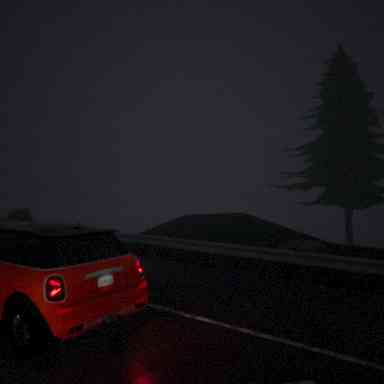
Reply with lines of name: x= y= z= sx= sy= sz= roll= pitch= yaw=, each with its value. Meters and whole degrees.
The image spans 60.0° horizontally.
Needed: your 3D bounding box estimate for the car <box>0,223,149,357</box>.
car: x=-3.013 y=1.368 z=6.317 sx=4.553 sy=1.767 sz=2.097 roll=0 pitch=0 yaw=37
